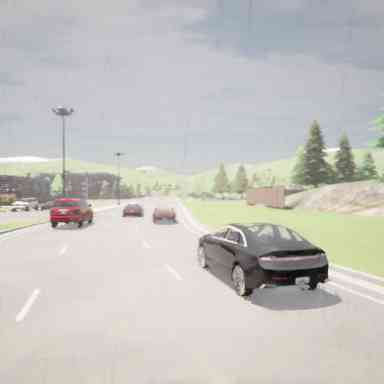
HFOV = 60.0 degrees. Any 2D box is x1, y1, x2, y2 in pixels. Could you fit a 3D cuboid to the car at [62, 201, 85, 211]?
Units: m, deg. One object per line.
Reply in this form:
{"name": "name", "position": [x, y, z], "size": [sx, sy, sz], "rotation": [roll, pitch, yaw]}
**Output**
{"name": "car", "position": [-18.856, 2.176, 52.983], "size": [2.128, 1.511, 4.902], "rotation": [-1, -1, -3]}

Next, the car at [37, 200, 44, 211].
{"name": "car", "position": [-22.358, 2.205, 52.957], "size": [1.882, 1.535, 5.008], "rotation": [-1, -1, -3]}

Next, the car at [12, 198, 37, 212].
{"name": "car", "position": [-25.816, 1.977, 51.780], "size": [2.150, 2.045, 5.566], "rotation": [-1, -1, -3]}

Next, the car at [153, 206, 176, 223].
{"name": "car", "position": [-2.364, 1.882, 28.605], "size": [1.895, 1.301, 4.718], "rotation": [-1, -1, -5]}

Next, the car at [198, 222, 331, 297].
{"name": "car", "position": [1.544, 1.554, 8.884], "size": [2.128, 1.511, 4.902], "rotation": [0, -1, -15]}

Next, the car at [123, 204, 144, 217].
{"name": "car", "position": [-6.322, 1.957, 36.158], "size": [1.994, 1.385, 4.181], "rotation": [-1, 0, -4]}

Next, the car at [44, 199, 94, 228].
{"name": "car", "position": [-9.076, 1.550, 25.474], "size": [2.150, 2.045, 5.566], "rotation": [-1, -1, -6]}
